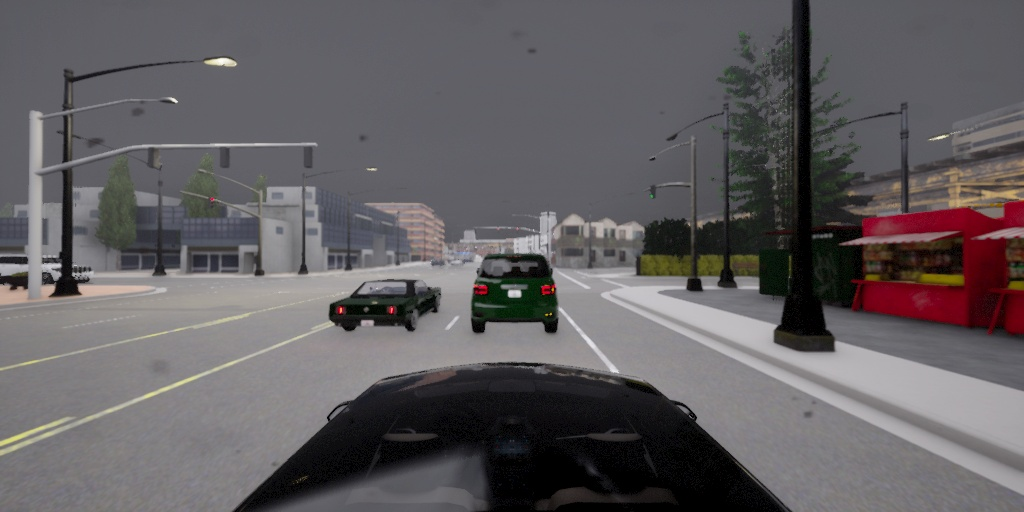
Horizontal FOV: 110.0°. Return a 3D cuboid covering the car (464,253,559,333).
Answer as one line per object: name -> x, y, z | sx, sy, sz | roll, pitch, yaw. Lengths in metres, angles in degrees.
car -> 0.081, 0.928, 10.718 | 2.150, 2.045, 5.566 | 0, 0, 0

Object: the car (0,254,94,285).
car -> -32.007, 0.919, 24.344 | 5.566, 2.045, 2.150 | 0, 0, 1

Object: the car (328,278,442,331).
car -> -3.416, 1.311, 10.746 | 1.895, 1.301, 4.718 | 0, 0, 0
